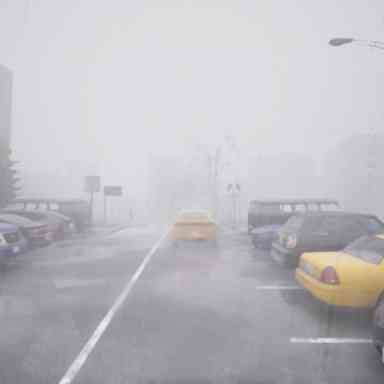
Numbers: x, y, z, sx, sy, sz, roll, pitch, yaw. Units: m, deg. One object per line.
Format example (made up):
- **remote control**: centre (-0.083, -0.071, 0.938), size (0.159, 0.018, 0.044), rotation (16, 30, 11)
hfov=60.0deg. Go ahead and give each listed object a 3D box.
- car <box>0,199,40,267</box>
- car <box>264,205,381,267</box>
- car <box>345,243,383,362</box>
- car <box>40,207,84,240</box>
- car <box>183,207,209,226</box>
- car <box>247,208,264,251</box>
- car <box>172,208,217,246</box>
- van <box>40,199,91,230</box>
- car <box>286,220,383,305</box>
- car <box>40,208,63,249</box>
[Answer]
- **car**: centre (-7.620, 1.240, 9.201), size (5.566, 2.045, 2.435), rotation (0, 0, 0)
- **car**: centre (4.650, 1.365, 9.464), size (4.553, 1.767, 2.185), rotation (0, 0, 0)
- **car**: centre (4.652, 1.513, 3.753), size (4.792, 1.488, 2.163), rotation (0, 0, 0)
- **car**: centre (-7.677, 1.552, 14.767), size (4.792, 1.488, 2.163), rotation (0, -1, 0)
- **car**: centre (0.404, 1.971, 27.335), size (1.994, 1.385, 4.181), rotation (0, -3, 3)
- **car**: centre (4.687, 1.498, 12.253), size (5.008, 1.535, 2.097), rotation (0, -1, 0)
- **car**: centre (0.104, 1.532, 15.550), size (1.882, 1.535, 5.008), rotation (0, -1, 0)
- **van**: centre (-7.764, 1.342, 17.557), size (4.442, 1.987, 1.878), rotation (0, -1, 0)
- **car**: centre (4.867, 1.484, 6.545), size (5.366, 1.575, 1.946), rotation (0, 0, 0)
- **car**: centre (-7.647, 1.498, 11.936), size (5.008, 1.535, 2.097), rotation (0, 0, 0)
